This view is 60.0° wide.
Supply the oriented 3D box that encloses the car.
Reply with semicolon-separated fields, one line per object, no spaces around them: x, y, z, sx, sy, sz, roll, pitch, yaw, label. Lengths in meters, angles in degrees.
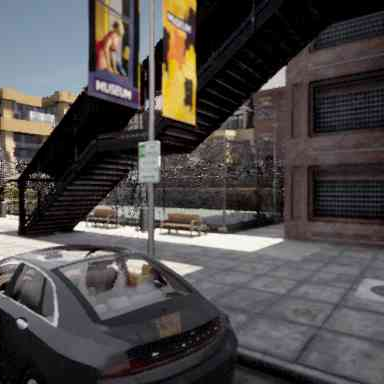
-1.668;1.456;4.437;4.892;1.521;2.231;1;0;45;car
